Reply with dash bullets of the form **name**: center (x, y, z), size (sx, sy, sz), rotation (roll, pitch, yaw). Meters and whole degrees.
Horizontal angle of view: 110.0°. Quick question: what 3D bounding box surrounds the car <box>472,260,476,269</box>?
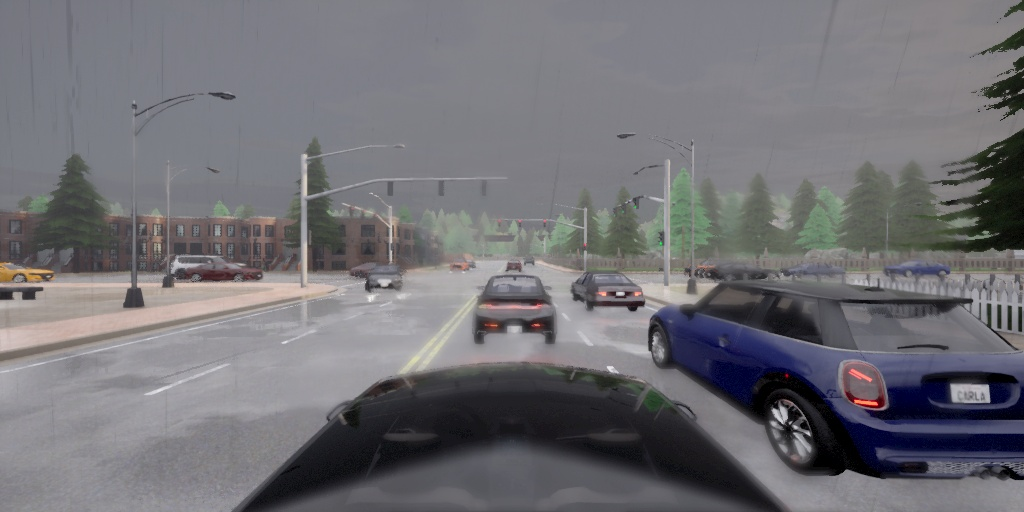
- **car**: center (-6.994, 1.276, 58.258), size (1.812, 1.442, 4.674), rotation (0, 0, 1)

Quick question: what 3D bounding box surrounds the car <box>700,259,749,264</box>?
- **car**: center (17.194, 1.227, 26.758), size (5.008, 1.535, 1.882), rotation (0, 0, 0)

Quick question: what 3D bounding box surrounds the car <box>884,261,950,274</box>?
- **car**: center (38.162, 1.228, 33.890), size (5.008, 1.535, 1.882), rotation (0, 0, 0)

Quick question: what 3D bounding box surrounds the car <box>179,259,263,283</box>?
- **car**: center (-21.674, 1.227, 27.162), size (5.008, 1.535, 1.882), rotation (0, 0, -1)

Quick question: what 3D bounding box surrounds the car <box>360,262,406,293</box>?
- **car**: center (-7.371, 1.241, 21.110), size (2.128, 1.511, 4.902), rotation (1, 0, -17)

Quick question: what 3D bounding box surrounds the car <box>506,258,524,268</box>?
- **car**: center (0.225, 1.227, 47.718), size (1.882, 1.535, 5.008), rotation (0, 0, 1)

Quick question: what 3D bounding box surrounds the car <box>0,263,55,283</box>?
- **car**: center (-36.704, 1.228, 25.924), size (5.008, 1.535, 1.882), rotation (1, 0, -14)

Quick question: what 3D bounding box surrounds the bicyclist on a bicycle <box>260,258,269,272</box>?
- **bicyclist on a bicycle**: center (-28.753, 1.053, 41.650), size (0.582, 1.620, 1.656), rotation (0, 0, -1)

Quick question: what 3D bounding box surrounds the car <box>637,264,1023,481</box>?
- **car**: center (3.607, 1.102, 4.943), size (2.097, 1.767, 4.553), rotation (0, 0, 0)

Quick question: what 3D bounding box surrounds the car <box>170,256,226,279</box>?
- **car**: center (-25.707, 0.973, 30.589), size (5.566, 2.045, 2.150), rotation (0, 0, -2)

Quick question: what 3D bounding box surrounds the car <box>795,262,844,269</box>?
- **car**: center (28.285, 1.297, 33.921), size (5.357, 1.411, 2.033), rotation (0, 0, 1)

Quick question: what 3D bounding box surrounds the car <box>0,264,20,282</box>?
- **car**: center (-42.191, 1.313, 27.884), size (4.181, 1.385, 1.994), rotation (0, 0, -20)

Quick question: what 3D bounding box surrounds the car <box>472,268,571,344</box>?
- **car**: center (0.075, 1.242, 9.533), size (2.128, 1.511, 4.902), rotation (0, 0, 1)

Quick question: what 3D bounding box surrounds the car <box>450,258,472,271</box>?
- **car**: center (-7.021, 1.102, 48.325), size (2.097, 1.767, 4.553), rotation (0, 0, 0)

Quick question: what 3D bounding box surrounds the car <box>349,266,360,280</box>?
- **car**: center (-11.597, 1.275, 31.141), size (4.674, 1.442, 1.812), rotation (0, 0, -7)

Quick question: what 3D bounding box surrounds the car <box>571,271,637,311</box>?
- **car**: center (3.604, 1.297, 14.361), size (2.033, 1.411, 5.357), rotation (0, 0, 0)
